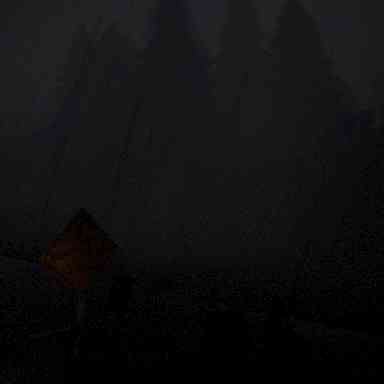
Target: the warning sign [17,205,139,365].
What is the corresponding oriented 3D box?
[{"bbox_3d":[-1.617,1.154,4.839,1.060,1.860,1.300,-1,0,36],"label":"warning sign"}]
